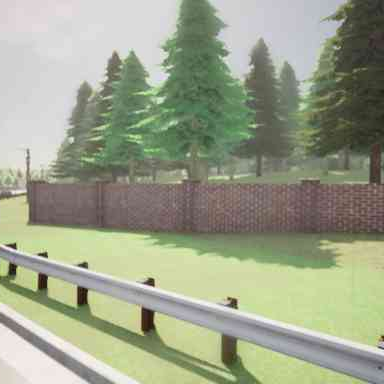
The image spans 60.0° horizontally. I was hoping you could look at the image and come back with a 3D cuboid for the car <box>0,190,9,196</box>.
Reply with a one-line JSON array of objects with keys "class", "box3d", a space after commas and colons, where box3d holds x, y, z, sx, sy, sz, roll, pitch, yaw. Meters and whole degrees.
[{"class": "car", "box3d": [-44.117, 0.459, 76.354, 2.033, 1.411, 5.357, 0, 0, -22]}]
